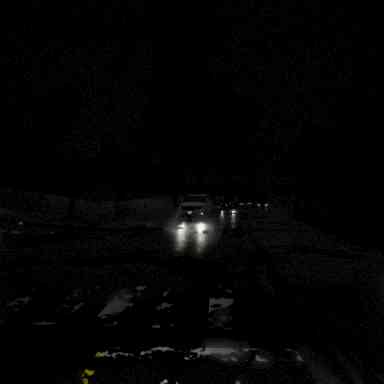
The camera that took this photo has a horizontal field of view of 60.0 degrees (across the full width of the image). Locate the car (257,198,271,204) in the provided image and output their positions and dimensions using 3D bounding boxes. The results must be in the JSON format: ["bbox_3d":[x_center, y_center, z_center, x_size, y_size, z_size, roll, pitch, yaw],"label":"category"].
[{"bbox_3d":[14.469,1.626,66.359,1.812,1.442,4.674,0,-1,28],"label":"car"}]

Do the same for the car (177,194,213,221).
[{"bbox_3d":[0.401,1.197,27.769,2.150,2.045,5.566,0,0,12],"label":"car"}]

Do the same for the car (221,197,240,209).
[{"bbox_3d":[5.281,1.448,45.308,1.837,1.490,4.892,0,0,19],"label":"car"}]
